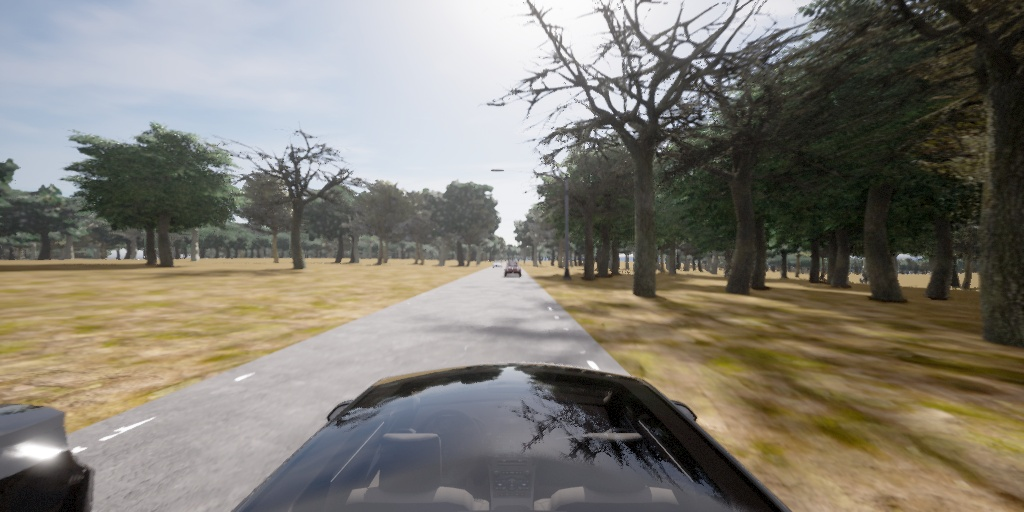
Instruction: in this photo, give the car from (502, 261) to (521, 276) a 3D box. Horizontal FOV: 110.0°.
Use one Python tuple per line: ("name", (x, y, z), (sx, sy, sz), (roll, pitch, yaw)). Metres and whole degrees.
("car", (0.099, 1.588, 41.382), (1.895, 1.301, 4.718), (0, 0, 0))
